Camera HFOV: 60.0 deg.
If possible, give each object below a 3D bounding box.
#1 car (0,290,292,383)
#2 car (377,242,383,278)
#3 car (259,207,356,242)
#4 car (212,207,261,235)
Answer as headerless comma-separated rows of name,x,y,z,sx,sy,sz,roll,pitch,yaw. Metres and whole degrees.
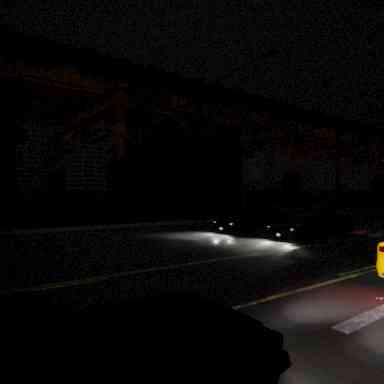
car,-1.314,1.602,2.811,4.718,1.301,1.895,0,0,-35
car,6.709,1.505,8.531,5.008,1.535,1.882,0,0,-36
car,6.143,1.586,16.855,5.357,1.411,2.033,0,0,-35
car,3.733,1.585,19.440,5.357,1.411,2.033,0,0,-35
